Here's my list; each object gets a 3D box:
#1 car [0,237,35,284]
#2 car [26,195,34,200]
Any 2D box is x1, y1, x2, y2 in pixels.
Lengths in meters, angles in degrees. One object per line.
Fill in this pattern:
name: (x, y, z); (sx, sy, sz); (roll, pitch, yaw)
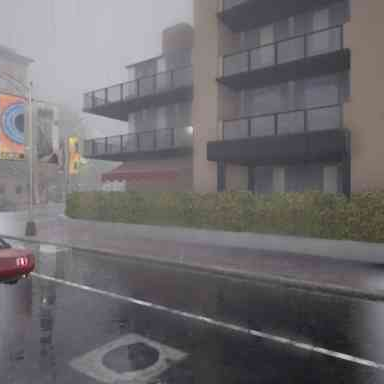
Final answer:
car: (-6.009, 1.596, 8.266); (4.718, 1.301, 1.895); (0, 0, 35)
car: (-35.944, 1.449, 71.719); (4.892, 1.521, 2.231); (0, 0, 35)
